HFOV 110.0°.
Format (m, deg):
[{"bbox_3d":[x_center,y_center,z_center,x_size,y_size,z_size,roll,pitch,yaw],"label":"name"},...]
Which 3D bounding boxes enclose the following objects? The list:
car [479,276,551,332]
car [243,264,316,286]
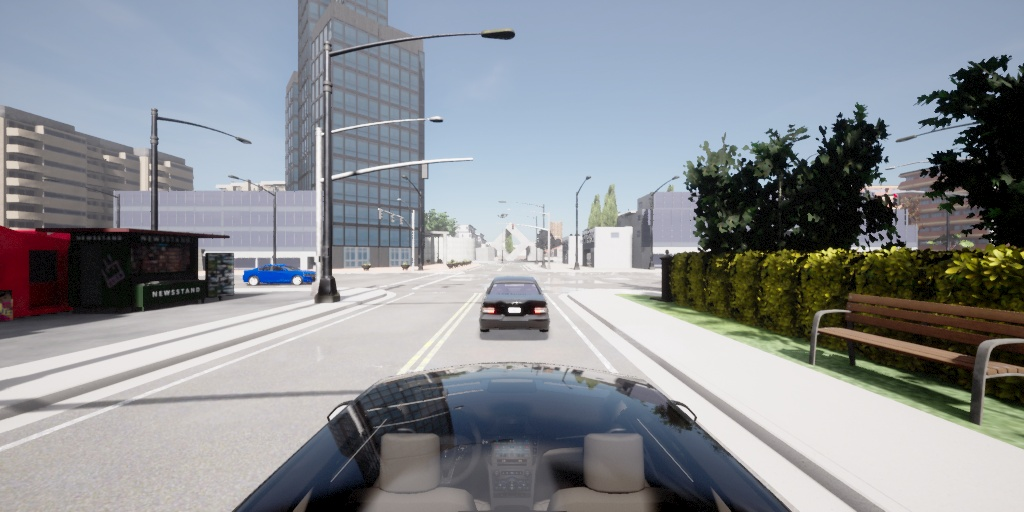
[{"bbox_3d":[0.068,1.297,10.781,2.033,1.411,5.357,0,0,0],"label":"car"},{"bbox_3d":[-16.781,1.336,26.188,5.008,1.535,1.882,-1,0,0],"label":"car"}]
